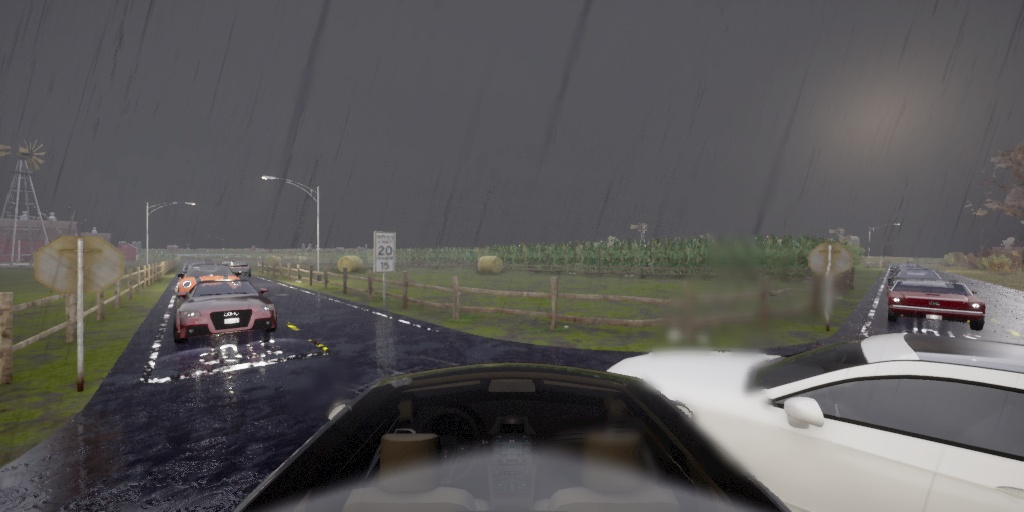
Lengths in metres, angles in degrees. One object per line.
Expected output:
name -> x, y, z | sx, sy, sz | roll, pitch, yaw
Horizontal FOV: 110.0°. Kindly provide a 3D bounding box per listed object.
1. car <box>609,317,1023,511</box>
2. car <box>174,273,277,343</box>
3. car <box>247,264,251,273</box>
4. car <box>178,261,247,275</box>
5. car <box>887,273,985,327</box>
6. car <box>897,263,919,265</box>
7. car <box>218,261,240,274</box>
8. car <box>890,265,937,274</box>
car -> 2.827, 1.294, 2.446 | 1.812, 1.442, 4.674 | 0, 1, -44
car -> -8.000, 1.356, 9.965 | 1.994, 1.385, 4.181 | 0, 0, -43
car -> -27.201, 1.290, 35.559 | 2.128, 1.511, 4.902 | 0, 0, -42
car -> -13.816, 1.143, 16.413 | 2.097, 1.767, 4.553 | 0, 0, -42
car -> 13.449, 1.402, 11.574 | 4.718, 1.301, 1.895 | 0, 1, -43
car -> 27.201, 1.409, 24.479 | 4.181, 1.385, 1.994 | 0, 1, -43
car -> -33.969, 1.313, 42.975 | 1.837, 1.490, 4.892 | 0, 0, -42
car -> 20.485, 1.369, 18.182 | 5.357, 1.411, 2.033 | 0, 1, -43
